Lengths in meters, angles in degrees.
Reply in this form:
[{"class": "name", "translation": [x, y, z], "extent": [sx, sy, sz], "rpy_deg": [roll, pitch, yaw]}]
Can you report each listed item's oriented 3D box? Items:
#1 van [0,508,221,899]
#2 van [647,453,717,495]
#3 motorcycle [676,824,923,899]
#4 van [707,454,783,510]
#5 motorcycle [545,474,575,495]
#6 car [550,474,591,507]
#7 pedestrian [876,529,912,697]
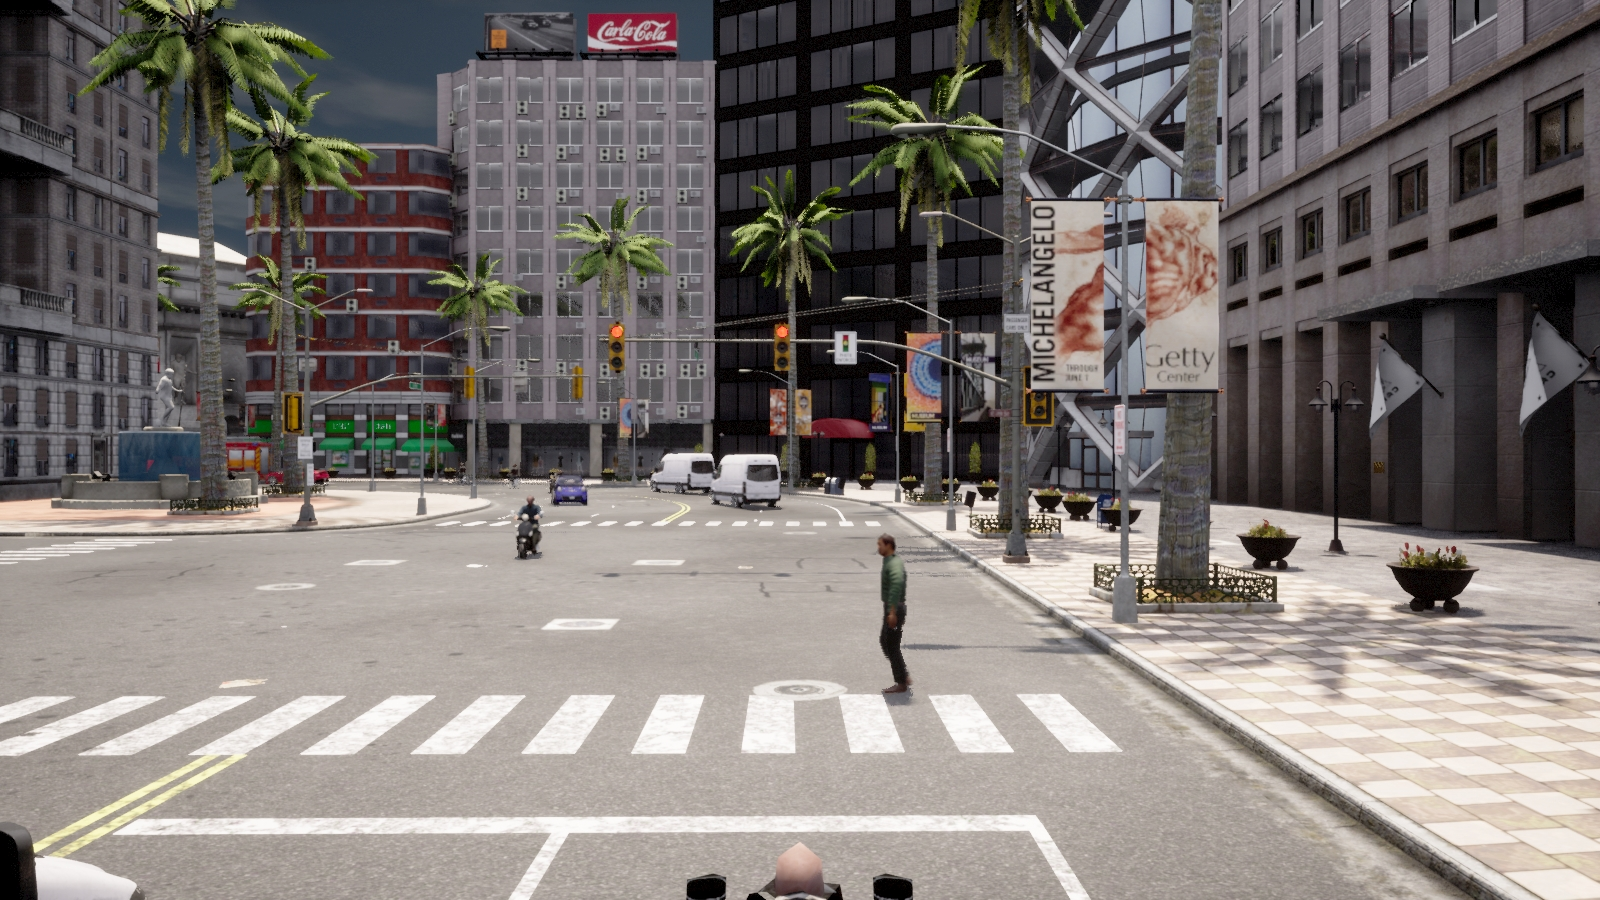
[{"class": "van", "translation": [-3.507, 1.533, 1.998], "extent": [1.988, 2.561, 5.915], "rpy_deg": [0, 0, 0]}, {"class": "van", "translation": [-7.660, 1.505, 73.684], "extent": [1.988, 2.561, 5.915], "rpy_deg": [0, 0, -33]}, {"class": "motorcycle", "translation": [-0.001, 2.203, 3.717], "extent": [0.867, 1.251, 2.209], "rpy_deg": [0, 0, 0]}, {"class": "van", "translation": [-2.807, 1.512, 56.550], "extent": [1.988, 2.561, 5.915], "rpy_deg": [0, 0, -21]}, {"class": "motorcycle", "translation": [-15.224, 2.177, 72.386], "extent": [0.867, 1.251, 2.209], "rpy_deg": [-1, 1, -41]}, {"class": "car", "translation": [-11.575, 2.015, 57.509], "extent": [1.845, 1.501, 3.633], "rpy_deg": [0, 0, -15]}, {"class": "pedestrian", "translation": [1.065, 1.843, 12.998], "extent": [0.375, 1.860, 0.375], "rpy_deg": [0, 0, -1]}]
